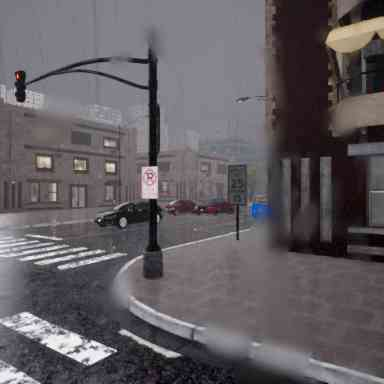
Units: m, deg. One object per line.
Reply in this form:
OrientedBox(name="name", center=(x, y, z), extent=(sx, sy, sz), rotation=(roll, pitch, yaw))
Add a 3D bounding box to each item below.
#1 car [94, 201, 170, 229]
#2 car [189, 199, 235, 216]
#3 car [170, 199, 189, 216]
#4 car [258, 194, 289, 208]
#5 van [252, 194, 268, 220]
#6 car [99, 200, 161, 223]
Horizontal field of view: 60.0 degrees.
OrientedBox(name="car", center=(-3.776, 1.321, 20.554), extent=(1.837, 1.490, 4.892), rotation=(0, 1, 35))
OrientedBox(name="car", center=(1.964, 1.267, 28.595), extent=(1.994, 1.385, 4.181), rotation=(0, 1, 36))
OrientedBox(name="car", center=(-1.066, 1.310, 28.807), extent=(1.802, 1.307, 4.206), rotation=(1, 1, 35))
OrientedBox(name="car", center=(9.813, 1.028, 39.595), extent=(1.882, 1.535, 5.008), rotation=(0, 1, 36))
OrientedBox(name="van", center=(5.770, 1.047, 23.955), extent=(1.690, 1.788, 3.998), rotation=(1, 1, 35))
OrientedBox(name="car", center=(-4.371, 1.359, 24.168), extent=(1.947, 1.339, 4.313), rotation=(1, 1, 35))
